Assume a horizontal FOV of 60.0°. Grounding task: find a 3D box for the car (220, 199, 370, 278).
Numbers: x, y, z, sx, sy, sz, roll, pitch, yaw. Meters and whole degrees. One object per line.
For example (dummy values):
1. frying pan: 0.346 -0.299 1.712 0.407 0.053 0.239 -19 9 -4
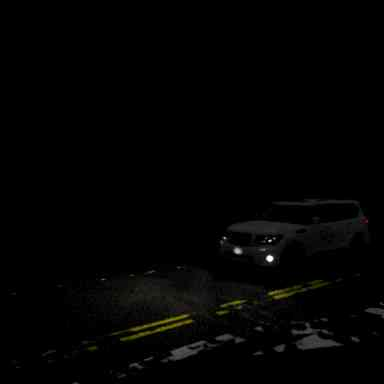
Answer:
1. car: 3.492 1.254 10.659 5.566 2.045 2.150 0 0 -36
